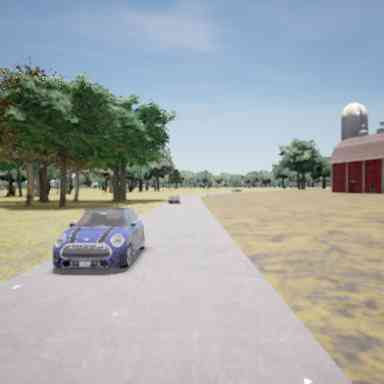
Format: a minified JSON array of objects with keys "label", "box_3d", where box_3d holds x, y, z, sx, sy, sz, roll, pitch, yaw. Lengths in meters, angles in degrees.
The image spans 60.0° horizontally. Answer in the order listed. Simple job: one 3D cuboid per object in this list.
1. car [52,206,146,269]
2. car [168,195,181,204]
[{"label":"car","box_3d":[-2.848,1.324,11.094,2.097,1.767,4.553,0,0,0]},{"label":"car","box_3d":[-2.782,1.181,53.402,2.033,1.411,5.357,0,1,1]}]
